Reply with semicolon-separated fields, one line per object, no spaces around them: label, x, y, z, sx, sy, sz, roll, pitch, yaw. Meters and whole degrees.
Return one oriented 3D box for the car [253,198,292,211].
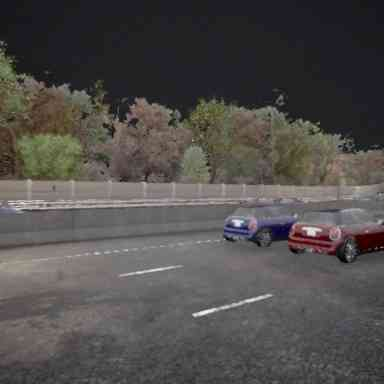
car;10.002;1.524;41.185;4.892;1.490;1.837;0;0;-35

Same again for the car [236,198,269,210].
car;8.055;1.584;44.091;4.181;1.385;1.994;0;0;-35

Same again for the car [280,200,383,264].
car;5.615;1.351;12.051;4.553;1.767;2.097;0;0;-35

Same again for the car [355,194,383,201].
car;21.667;1.259;40.892;5.566;2.045;2.150;1;0;-35

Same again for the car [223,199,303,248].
car;3.607;1.351;14.917;4.553;1.767;2.097;0;0;-35

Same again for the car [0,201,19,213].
car;-13.133;1.527;20.421;4.674;1.442;1.812;0;0;-35
